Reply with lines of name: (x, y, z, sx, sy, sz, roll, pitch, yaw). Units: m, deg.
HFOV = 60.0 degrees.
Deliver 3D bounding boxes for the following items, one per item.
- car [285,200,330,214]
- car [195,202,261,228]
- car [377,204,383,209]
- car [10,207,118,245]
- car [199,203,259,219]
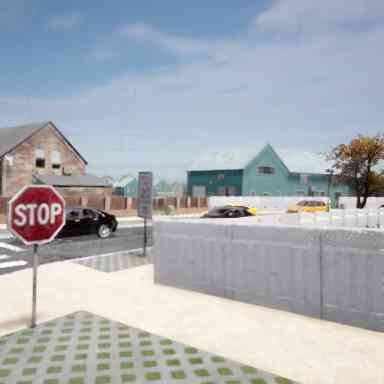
car: (10.694, 1.569, 30.762, 4.553, 1.767, 2.097, 1, 2, -35)
car: (2.733, 1.581, 24.297, 5.008, 1.535, 1.882, 1, 1, -42)
car: (23.757, 1.883, 38.941, 4.892, 1.490, 1.837, 1, 1, -27)
car: (-5.818, 1.481, 15.666, 1.837, 1.490, 4.892, 2, 1, 42)
car: (2.626, 1.680, 20.283, 4.892, 1.490, 1.837, 1, 1, -44)
